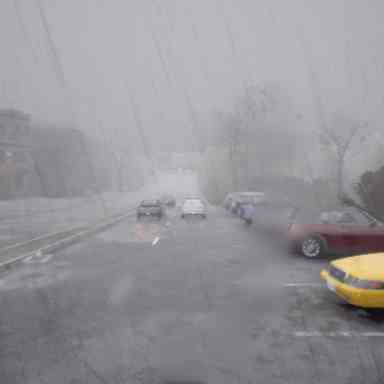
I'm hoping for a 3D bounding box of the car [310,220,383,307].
[{"bbox_3d":[5.355,1.463,6.428,5.366,1.575,1.946,0,0,0],"label":"car"}]

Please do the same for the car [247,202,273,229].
[{"bbox_3d":[5.547,1.437,17.446,4.674,1.452,2.002,0,0,0],"label":"car"}]

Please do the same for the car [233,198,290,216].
[{"bbox_3d":[5.576,1.370,22.957,4.792,1.488,2.163,0,1,0],"label":"car"}]

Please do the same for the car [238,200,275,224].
[{"bbox_3d":[5.516,1.402,20.205,4.792,1.488,2.163,0,1,0],"label":"car"}]

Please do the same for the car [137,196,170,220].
[{"bbox_3d":[-3.146,1.315,26.240,2.128,1.511,4.902,0,1,0],"label":"car"}]

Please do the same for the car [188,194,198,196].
[{"bbox_3d":[0.117,1.033,43.133,1.812,1.442,4.674,0,1,0],"label":"car"}]

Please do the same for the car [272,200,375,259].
[{"bbox_3d":[5.512,1.315,11.930,4.553,1.767,2.185,0,0,0],"label":"car"}]

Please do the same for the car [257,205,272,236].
[{"bbox_3d":[5.541,1.459,14.693,4.674,1.452,2.002,0,0,0],"label":"car"}]

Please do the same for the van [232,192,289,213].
[{"bbox_3d":[5.664,1.083,25.706,4.442,1.987,1.878,0,1,0],"label":"van"}]

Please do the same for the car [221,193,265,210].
[{"bbox_3d":[5.582,1.007,36.729,4.553,1.767,2.185,0,1,0],"label":"car"}]

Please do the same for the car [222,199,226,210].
[{"bbox_3d":[5.544,1.231,31.221,4.892,1.521,2.231,0,1,0],"label":"car"}]

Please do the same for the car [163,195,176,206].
[{"bbox_3d":[-3.137,1.073,43.033,1.994,1.385,4.181,0,1,0],"label":"car"}]

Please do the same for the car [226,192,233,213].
[{"bbox_3d":[5.517,1.145,28.592,4.553,1.767,2.185,0,1,0],"label":"car"}]

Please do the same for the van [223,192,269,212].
[{"bbox_3d":[5.434,0.959,33.975,4.442,1.987,1.878,0,1,0],"label":"van"}]

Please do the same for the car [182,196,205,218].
[{"bbox_3d":[0.106,1.326,27.874,1.812,1.442,4.674,0,1,0],"label":"car"}]
